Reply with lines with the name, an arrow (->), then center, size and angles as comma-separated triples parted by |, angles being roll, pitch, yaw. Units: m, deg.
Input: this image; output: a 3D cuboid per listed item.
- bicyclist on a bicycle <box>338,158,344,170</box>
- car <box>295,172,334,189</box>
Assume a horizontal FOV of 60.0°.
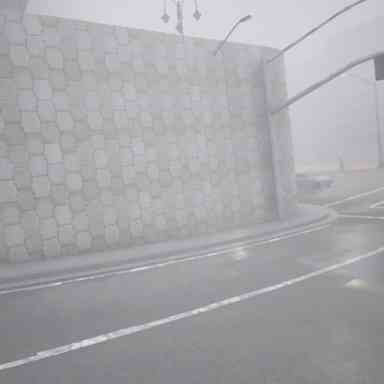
bicyclist on a bicycle -> 20.060, -3.814, 44.853 | 1.656, 1.620, 0.582 | -11, 6, -35
car -> 10.469, -1.084, 30.255 | 1.812, 1.442, 4.674 | -11, 6, -35
